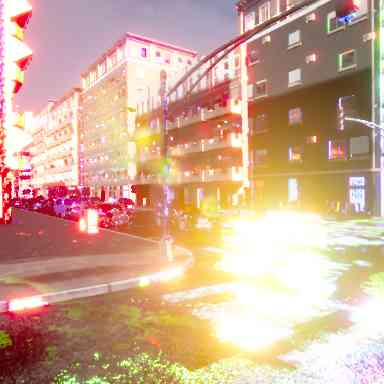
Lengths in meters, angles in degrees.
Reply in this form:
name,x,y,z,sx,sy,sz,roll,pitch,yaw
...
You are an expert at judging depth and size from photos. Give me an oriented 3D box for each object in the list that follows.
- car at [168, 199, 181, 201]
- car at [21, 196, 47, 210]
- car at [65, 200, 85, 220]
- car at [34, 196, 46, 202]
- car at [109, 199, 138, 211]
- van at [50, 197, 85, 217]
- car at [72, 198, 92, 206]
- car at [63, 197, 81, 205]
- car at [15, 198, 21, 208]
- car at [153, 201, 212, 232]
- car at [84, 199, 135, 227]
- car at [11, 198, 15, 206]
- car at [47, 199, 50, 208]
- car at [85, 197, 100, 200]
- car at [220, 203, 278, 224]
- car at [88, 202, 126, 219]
name,x,y,z,sx,sy,sz,roll,pitch,yaw
car,-2.336,1.441,33.322,1.967,1.590,4.097,-1,1,-36
car,-22.074,1.627,46.387,1.967,1.590,4.097,-1,1,-36
car,-9.034,1.652,28.288,1.752,1.417,4.829,-1,1,-36
car,-37.916,1.727,82.719,1.887,1.381,4.507,-1,1,-36
car,-8.804,1.581,42.304,2.008,1.369,4.403,-1,1,-36
van,-12.371,1.482,32.914,1.690,1.788,3.998,-1,1,-36
car,-18.508,1.643,55.775,1.947,1.339,4.313,-1,1,-36
car,-21.743,1.644,60.266,2.008,1.369,4.403,-1,1,-36
car,-25.307,1.769,50.878,1.947,1.339,4.313,-1,1,-36
car,-0.649,1.564,21.126,1.837,1.490,4.892,-1,0,-34
car,-5.900,1.552,23.935,1.967,1.590,4.097,-1,1,-36
car,-31.776,1.782,59.859,1.887,1.381,4.507,-1,1,-36
car,-19.941,1.695,48.010,2.033,1.411,5.357,-1,0,-35
car,-15.275,1.501,51.284,1.967,1.590,4.097,-1,1,-36
car,4.036,1.498,24.480,1.752,1.417,4.829,-1,1,-36
car,-8.159,1.694,31.506,1.895,1.301,4.718,-1,0,-36
